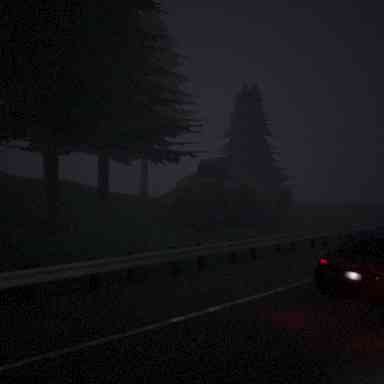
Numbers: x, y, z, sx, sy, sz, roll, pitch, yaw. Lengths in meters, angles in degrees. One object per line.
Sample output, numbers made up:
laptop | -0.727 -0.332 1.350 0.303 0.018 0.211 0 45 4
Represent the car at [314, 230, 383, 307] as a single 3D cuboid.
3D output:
car | 4.625 1.575 7.646 4.181 1.385 1.994 0 0 -40
